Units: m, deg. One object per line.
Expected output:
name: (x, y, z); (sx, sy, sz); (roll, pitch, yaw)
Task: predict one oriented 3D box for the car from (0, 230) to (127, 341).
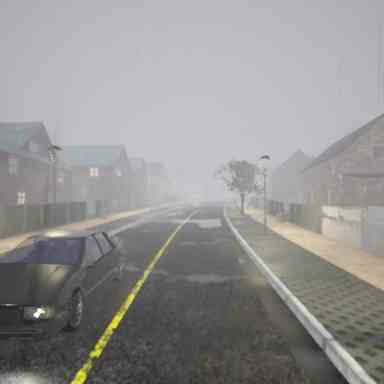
car: (-2.734, 1.557, 7.088); (2.033, 1.411, 5.357); (0, 0, 1)
